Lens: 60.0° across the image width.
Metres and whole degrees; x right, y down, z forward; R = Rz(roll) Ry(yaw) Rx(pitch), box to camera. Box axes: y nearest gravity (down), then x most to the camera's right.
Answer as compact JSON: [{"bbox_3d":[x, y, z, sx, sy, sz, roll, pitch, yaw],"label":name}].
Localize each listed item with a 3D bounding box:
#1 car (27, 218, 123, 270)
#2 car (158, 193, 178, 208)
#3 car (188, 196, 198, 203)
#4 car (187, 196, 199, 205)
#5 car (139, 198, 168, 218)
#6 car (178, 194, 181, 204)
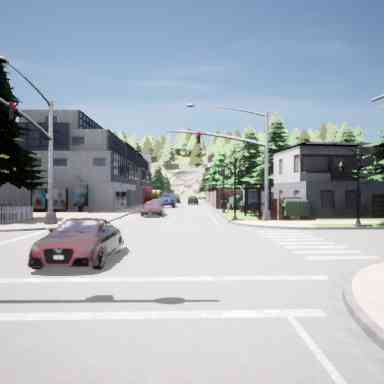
[{"bbox_3d":[-3.585,1.565,10.923,1.994,1.385,4.181,0,0,0],"label":"car"},{"bbox_3d":[-3.524,1.221,47.502,2.150,2.045,5.566,0,0,0],"label":"car"},{"bbox_3d":[0.197,1.540,70.017,2.033,1.411,5.357,0,0,0],"label":"car"},{"bbox_3d":[0.189,1.497,59.559,1.837,1.490,4.892,0,-1,0],"label":"car"},{"bbox_3d":[-3.557,1.523,30.690,1.812,1.442,4.674,0,0,0],"label":"car"},{"bbox_3d":[-3.405,1.311,64.453,2.150,2.045,5.566,0,0,0],"label":"car"}]
